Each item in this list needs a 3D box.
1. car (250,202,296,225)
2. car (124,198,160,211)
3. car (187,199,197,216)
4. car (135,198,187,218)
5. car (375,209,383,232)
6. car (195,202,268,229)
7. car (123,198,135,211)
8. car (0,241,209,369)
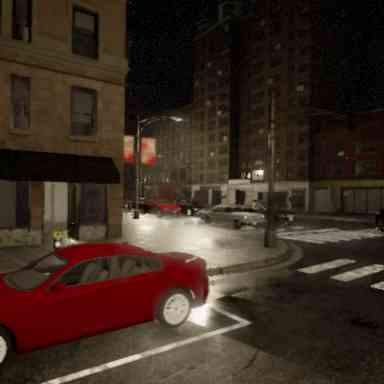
[{"bbox_3d":[5.067,1.494,23.695,2.128,1.511,4.902,1,0,-35],"label":"car"},{"bbox_3d":[-6.066,1.428,39.527,2.033,1.411,5.357,1,0,-36],"label":"car"},{"bbox_3d":[-0.354,1.445,31.403,1.837,1.490,4.892,1,0,-35],"label":"car"},{"bbox_3d":[-2.855,1.362,29.310,1.882,1.535,5.008,1,0,-35],"label":"car"},{"bbox_3d":[12.674,1.341,18.010,2.150,2.045,5.566,3,-1,-12],"label":"car"},{"bbox_3d":[2.524,1.547,21.641,1.895,1.301,4.718,1,0,-35],"label":"car"},{"bbox_3d":[-8.380,1.318,37.182,2.128,1.511,4.902,1,0,-35],"label":"car"},{"bbox_3d":[-1.786,1.557,5.482,4.507,1.381,1.887,1,0,-35],"label":"car"}]
